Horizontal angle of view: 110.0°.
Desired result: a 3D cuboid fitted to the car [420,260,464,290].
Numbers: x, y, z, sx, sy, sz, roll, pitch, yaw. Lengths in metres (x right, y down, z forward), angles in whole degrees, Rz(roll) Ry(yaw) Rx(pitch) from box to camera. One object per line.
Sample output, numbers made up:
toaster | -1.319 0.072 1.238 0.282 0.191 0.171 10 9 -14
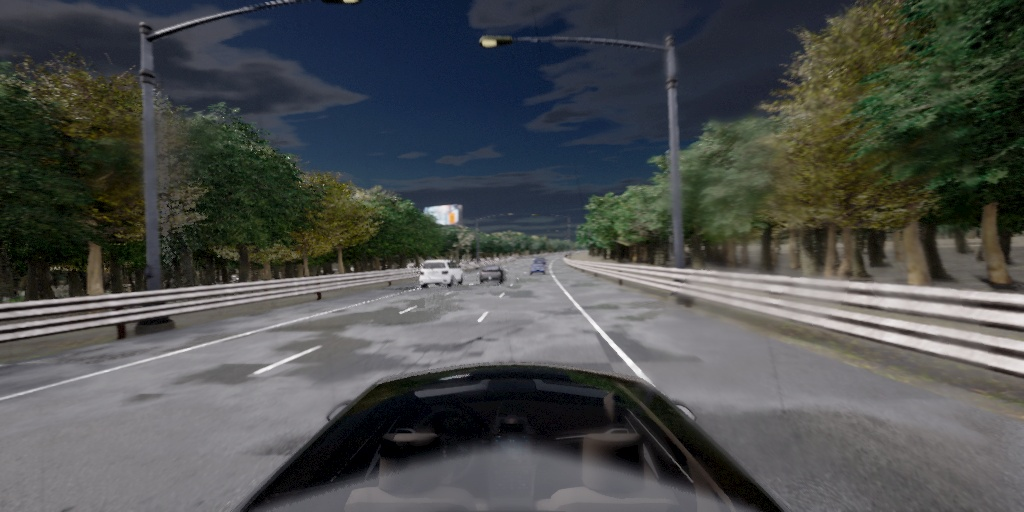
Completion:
car | -5.219 1.355 27.257 2.150 2.045 5.566 -2 0 4

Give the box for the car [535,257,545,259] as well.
car | 4.918 1.209 61.841 2.150 2.045 5.566 -2 0 6

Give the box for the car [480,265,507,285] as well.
car | -1.483 1.501 29.853 2.128 1.511 4.902 -2 0 5

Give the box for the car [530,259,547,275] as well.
car | 3.107 1.473 42.704 2.033 1.411 5.357 -2 0 5
